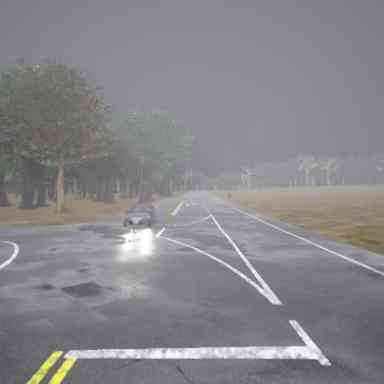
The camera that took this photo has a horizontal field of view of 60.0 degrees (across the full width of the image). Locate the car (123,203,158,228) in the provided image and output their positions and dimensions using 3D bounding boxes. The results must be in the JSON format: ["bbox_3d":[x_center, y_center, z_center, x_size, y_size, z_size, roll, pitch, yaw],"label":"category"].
[{"bbox_3d":[-3.490,1.556,23.142,2.128,1.511,4.902,0,1,0],"label":"car"}]
